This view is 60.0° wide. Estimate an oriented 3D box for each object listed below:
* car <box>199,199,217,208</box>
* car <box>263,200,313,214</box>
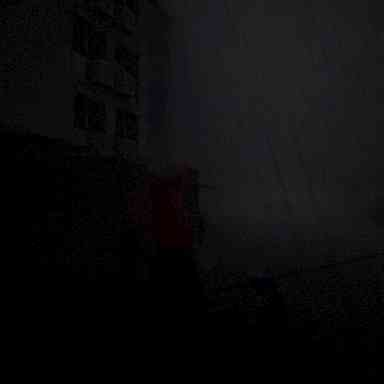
[{"bbox_3d":[1.519,1.600,47.058,1.895,1.301,4.718,0,0,-35],"label":"car"},{"bbox_3d":[9.988,1.547,35.183,2.033,1.411,5.357,0,0,-36],"label":"car"}]
